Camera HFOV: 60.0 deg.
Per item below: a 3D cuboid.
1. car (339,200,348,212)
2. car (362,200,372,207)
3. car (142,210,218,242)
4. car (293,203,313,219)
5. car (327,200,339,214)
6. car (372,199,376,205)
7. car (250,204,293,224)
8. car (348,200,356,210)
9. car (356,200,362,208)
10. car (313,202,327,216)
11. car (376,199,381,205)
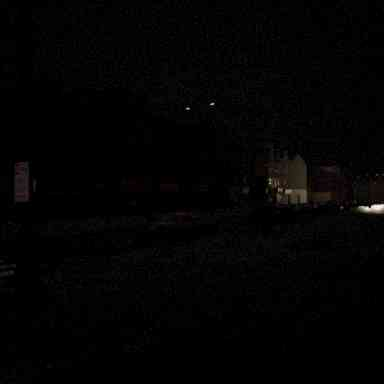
[{"bbox_3d":[18.987,1.782,44.310,1.967,1.590,4.097,-1,-1,35],"label":"car"},{"bbox_3d":[31.989,2.144,62.675,2.008,1.369,4.403,-1,-1,35],"label":"car"},{"bbox_3d":[-0.415,1.597,16.896,1.752,1.417,4.829,-1,-1,35],"label":"car"},{"bbox_3d":[9.237,1.741,30.533,2.008,1.369,4.403,-1,-1,35],"label":"car"},{"bbox_3d":[15.737,1.832,39.716,1.887,1.381,4.507,-1,-1,35],"label":"car"},{"bbox_3d":[35.238,2.209,67.266,1.887,1.381,4.507,-1,-2,35],"label":"car"},{"bbox_3d":[5.987,1.713,25.941,1.947,1.339,4.313,-1,-1,35],"label":"car"},{"bbox_3d":[22.238,1.950,48.900,2.008,1.369,4.403,-1,-1,35],"label":"car"},{"bbox_3d":[25.488,2.011,53.491,2.008,1.369,4.403,-1,-1,35],"label":"car"},{"bbox_3d":[12.488,1.819,35.124,1.802,1.307,4.206,-1,-1,35],"label":"car"},{"bbox_3d":[44.988,2.458,81.039,2.008,1.369,4.403,-2,-2,35],"label":"car"}]
